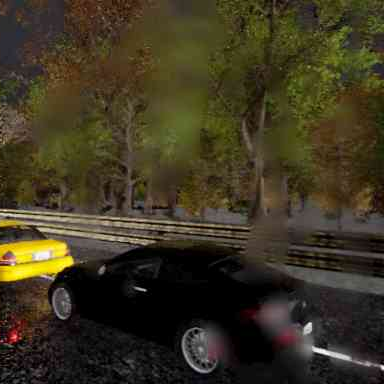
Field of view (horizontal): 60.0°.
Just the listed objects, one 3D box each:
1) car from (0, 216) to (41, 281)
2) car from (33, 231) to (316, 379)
[{"bbox_3d":[-5.505,1.434,9.102,5.366,1.575,1.801,0,0,35],"label":"car"},{"bbox_3d":[-0.436,1.524,5.481,4.674,1.442,1.812,0,0,36],"label":"car"}]
